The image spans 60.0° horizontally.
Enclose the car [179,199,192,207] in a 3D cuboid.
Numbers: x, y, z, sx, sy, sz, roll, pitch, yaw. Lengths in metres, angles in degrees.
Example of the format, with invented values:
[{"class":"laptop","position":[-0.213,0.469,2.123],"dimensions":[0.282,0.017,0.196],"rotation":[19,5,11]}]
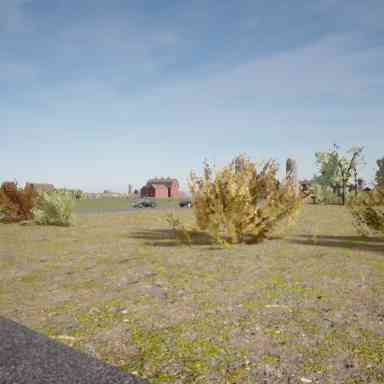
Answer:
[{"class":"car","position":[-0.358,2.043,60.834],"dimensions":[1.837,1.490,4.892],"rotation":[-1,-1,36]}]

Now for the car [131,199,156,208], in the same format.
[{"class":"car","position":[-8.142,2.000,56.259],"dimensions":[2.128,1.511,4.902],"rotation":[-1,-1,36]}]
